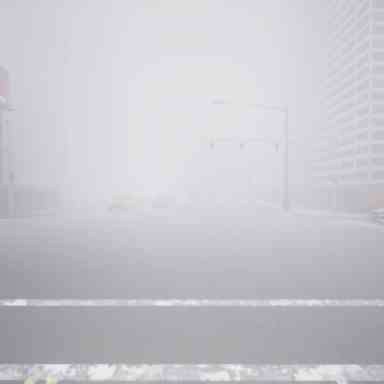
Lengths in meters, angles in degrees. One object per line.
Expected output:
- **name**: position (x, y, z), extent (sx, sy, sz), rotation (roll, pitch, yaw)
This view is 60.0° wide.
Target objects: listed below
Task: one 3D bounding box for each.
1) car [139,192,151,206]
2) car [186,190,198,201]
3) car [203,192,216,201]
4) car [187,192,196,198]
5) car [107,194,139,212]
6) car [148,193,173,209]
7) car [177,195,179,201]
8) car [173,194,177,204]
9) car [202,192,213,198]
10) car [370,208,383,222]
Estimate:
- **car**: position (-7.096, 1.120, 46.767), extent (2.033, 1.411, 5.357), rotation (0, 1, 0)
- **car**: position (-0.016, 0.629, 64.859), extent (2.150, 2.045, 5.566), rotation (0, 1, 0)
- **car**: position (3.483, 0.753, 65.634), extent (2.097, 1.767, 4.553), rotation (0, 1, 0)
- **car**: position (-0.019, 0.693, 75.531), extent (1.994, 1.385, 4.181), rotation (0, 1, 0)
- **car**: position (-7.132, 1.043, 33.960), extent (2.097, 1.767, 4.553), rotation (0, 0, 1)
- **car**: position (-3.592, 1.150, 38.824), extent (1.837, 1.490, 4.892), rotation (0, 1, 0)
- **car**: position (-3.546, 0.985, 63.387), extent (1.994, 1.385, 4.181), rotation (0, 1, 1)
- **car**: position (-3.588, 1.078, 49.067), extent (1.812, 1.442, 4.674), rotation (0, 1, 1)
- **car**: position (3.481, 0.680, 75.532), extent (2.033, 1.411, 5.357), rotation (0, 1, 0)
- **car**: position (14.348, 1.323, 22.101), extent (4.674, 1.442, 1.812), rotation (0, 1, 0)
